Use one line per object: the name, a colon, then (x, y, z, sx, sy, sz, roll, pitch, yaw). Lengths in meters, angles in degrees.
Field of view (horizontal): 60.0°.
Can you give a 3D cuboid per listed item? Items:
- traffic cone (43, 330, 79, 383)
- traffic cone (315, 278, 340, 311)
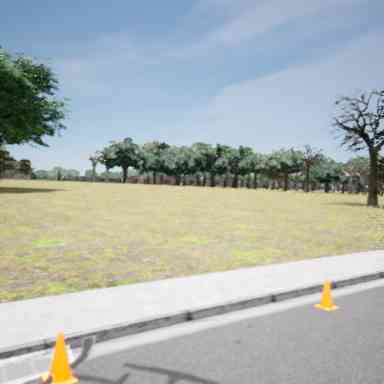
traffic cone: (-1.567, 1.949, 3.969, 0.340, 0.580, 0.340, 1, 0, -34)
traffic cone: (2.721, 2.024, 6.692, 0.340, 0.580, 0.340, 1, 0, -32)
